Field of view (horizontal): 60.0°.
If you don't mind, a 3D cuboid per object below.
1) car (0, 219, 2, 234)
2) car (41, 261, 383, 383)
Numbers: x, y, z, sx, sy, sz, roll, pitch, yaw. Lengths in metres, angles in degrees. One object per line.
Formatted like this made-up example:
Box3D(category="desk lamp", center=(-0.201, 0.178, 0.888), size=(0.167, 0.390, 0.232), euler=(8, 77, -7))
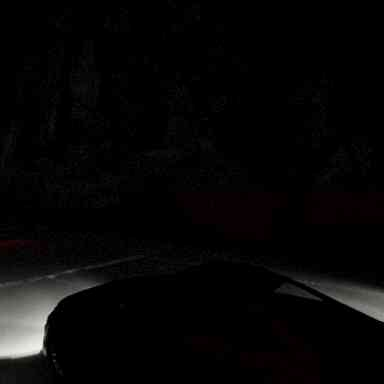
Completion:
Box3D(category="car", center=(-10.969, 1.470, 16.094), size=(4.674, 1.442, 1.812), euler=(0, 0, 35))
Box3D(category="car", center=(0.113, 1.557, 3.910), size=(4.181, 1.385, 1.994), euler=(0, 0, 35))
